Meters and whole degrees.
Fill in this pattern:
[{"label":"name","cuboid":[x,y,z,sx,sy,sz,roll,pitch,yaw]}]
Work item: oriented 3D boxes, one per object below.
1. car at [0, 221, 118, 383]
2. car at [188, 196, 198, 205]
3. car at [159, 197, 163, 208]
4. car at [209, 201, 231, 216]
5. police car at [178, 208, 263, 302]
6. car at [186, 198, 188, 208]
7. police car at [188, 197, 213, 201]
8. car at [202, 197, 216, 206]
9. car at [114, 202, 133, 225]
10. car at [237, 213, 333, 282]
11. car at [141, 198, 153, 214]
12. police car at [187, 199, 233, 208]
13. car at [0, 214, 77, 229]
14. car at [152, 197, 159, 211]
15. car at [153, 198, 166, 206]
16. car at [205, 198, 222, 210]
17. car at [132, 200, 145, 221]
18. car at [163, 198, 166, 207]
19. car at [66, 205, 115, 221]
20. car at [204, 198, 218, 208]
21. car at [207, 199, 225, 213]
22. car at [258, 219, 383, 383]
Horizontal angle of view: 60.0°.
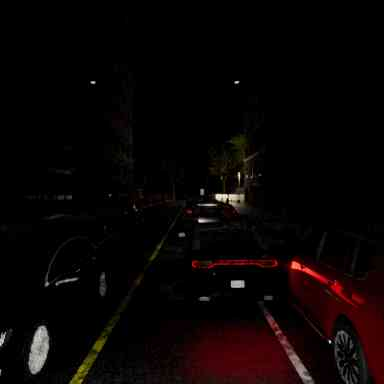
[{"label":"car","cuboid":[-2.740,1.504,5.489,1.837,1.490,4.892,0,0,0]},{"label":"car","cuboid":[0.136,1.552,59.764,1.812,1.442,4.674,0,0,0]},{"label":"car","cuboid":[-5.290,1.537,43.494,1.752,1.417,4.829,0,0,0]},{"label":"car","cuboid":[2.710,1.586,32.611,1.802,1.307,4.206,0,0,0]},{"label":"police car","cuboid":[0.694,1.426,8.466,1.930,1.638,5.238,0,0,-3]},{"label":"car","cuboid":[0.107,1.615,45.604,1.895,1.301,4.718,0,0,0]},{"label":"police car","cuboid":[0.879,1.427,24.502,1.930,1.638,5.238,0,0,0]},{"label":"car","cuboid":[2.761,1.588,54.685,1.947,1.339,4.313,0,0,0]},{"label":"car","cuboid":[-5.340,1.546,21.590,1.887,1.381,4.507,0,0,0]},{"label":"car","cuboid":[2.655,1.526,10.707,1.752,1.417,4.829,0,0,0]},{"label":"car","cuboid":[-5.315,1.555,32.626,2.008,1.369,4.403,0,0,0]},{"label":"police car","cuboid":[0.865,1.426,18.502,1.930,1.638,5.238,0,0,0]},{"label":"car","cuboid":[-5.366,1.583,10.552,1.802,1.307,4.206,0,0,0]},{"label":"car","cuboid":[-5.302,1.448,38.145,1.967,1.590,4.097,0,0,0]},{"label":"car","cuboid":[-5.264,1.604,54.702,1.802,1.307,4.206,0,0,0]},{"label":"car","cuboid":[2.736,1.557,43.648,1.887,1.381,4.507,0,0,0]},{"label":"car","cuboid":[-5.327,1.568,27.108,1.947,1.339,4.313,0,0,0]},{"label":"car","cuboid":[-5.277,1.457,49.183,1.967,1.590,4.097,0,0,0]},{"label":"car","cuboid":[-5.353,1.552,16.071,2.008,1.369,4.403,0,0,0]},{"label":"car","cuboid":[2.748,1.599,49.166,1.802,1.307,4.206,0,0,0]},{"label":"car","cuboid":[2.723,1.533,38.300,1.752,1.417,4.829,0,0,0]},{"label":"car","cuboid":[2.646,1.315,5.021,2.192,1.841,5.009,0,0,0]}]
